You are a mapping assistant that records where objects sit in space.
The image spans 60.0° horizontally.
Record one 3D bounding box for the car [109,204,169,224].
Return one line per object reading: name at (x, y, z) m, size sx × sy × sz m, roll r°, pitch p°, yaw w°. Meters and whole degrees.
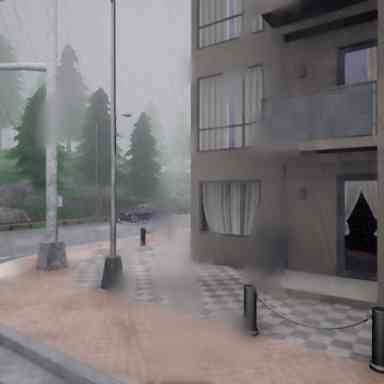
car at (-3.852, 1.608, 24.903) m, size 1.895 × 1.301 × 4.718 m, roll 0°, pitch 0°, yaw 35°
